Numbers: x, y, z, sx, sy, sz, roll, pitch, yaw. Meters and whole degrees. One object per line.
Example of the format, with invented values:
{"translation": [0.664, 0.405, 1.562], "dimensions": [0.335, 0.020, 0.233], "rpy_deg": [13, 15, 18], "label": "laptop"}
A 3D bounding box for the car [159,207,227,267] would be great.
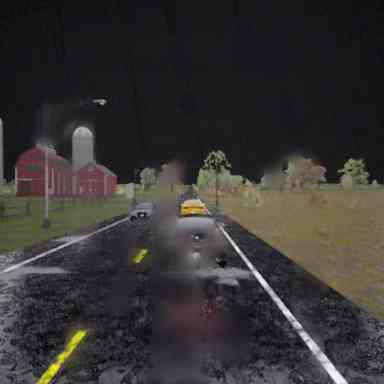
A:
{"translation": [0.093, 1.471, 11.240], "dimensions": [1.837, 1.490, 4.892], "rpy_deg": [0, 0, 0], "label": "car"}

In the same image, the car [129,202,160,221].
{"translation": [-3.597, 1.483, 25.906], "dimensions": [1.994, 1.385, 4.181], "rpy_deg": [0, 0, 0], "label": "car"}

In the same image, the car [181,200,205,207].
{"translation": [0.096, 1.390, 27.829], "dimensions": [1.882, 1.535, 5.008], "rpy_deg": [0, 0, 0], "label": "car"}
